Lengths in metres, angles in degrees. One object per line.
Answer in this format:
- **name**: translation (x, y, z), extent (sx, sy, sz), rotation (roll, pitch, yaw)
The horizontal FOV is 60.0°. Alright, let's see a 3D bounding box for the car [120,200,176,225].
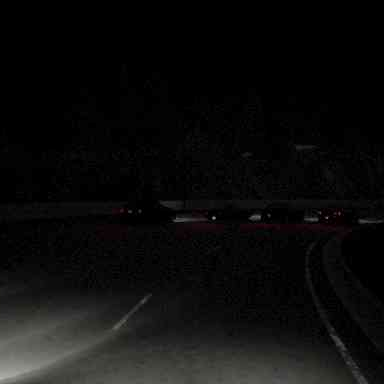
- **car**: translation (-3.109, 1.375, 24.337), extent (2.097, 1.767, 4.553), rotation (0, 0, 31)

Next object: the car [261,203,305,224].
- **car**: translation (7.291, 1.588, 26.352), extent (1.882, 1.535, 5.008), rotation (0, 0, 40)

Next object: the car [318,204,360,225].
- **car**: translation (11.242, 1.666, 25.478), extent (1.812, 1.442, 4.674), rotation (0, 0, 43)

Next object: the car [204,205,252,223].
- **car**: translation (3.032, 1.678, 26.788), extent (1.895, 1.301, 4.718), rotation (0, 0, 38)
